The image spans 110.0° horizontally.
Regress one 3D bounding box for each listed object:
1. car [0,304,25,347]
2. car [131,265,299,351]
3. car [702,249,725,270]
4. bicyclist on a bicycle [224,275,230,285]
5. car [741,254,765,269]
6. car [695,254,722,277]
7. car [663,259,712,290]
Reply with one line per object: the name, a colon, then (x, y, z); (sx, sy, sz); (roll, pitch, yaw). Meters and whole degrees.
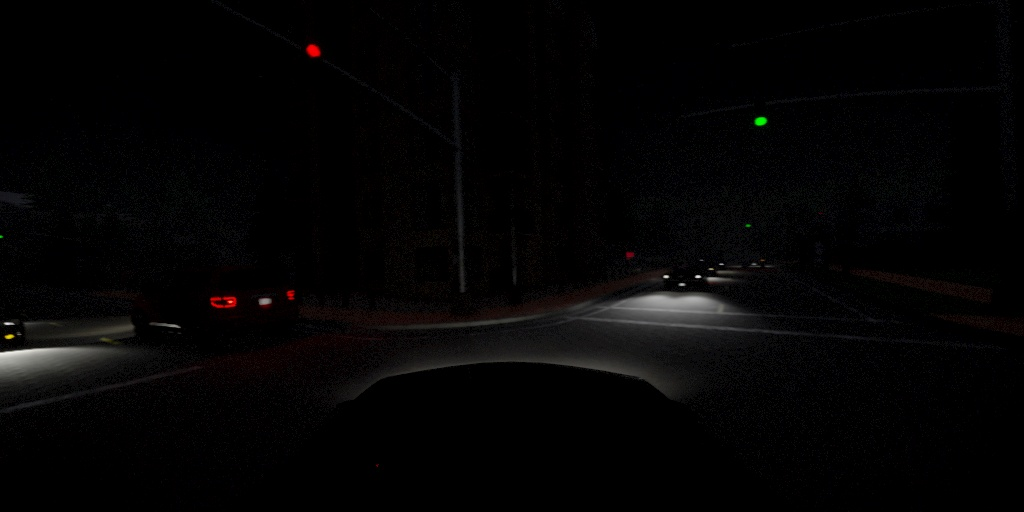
car: (-15.404, 1.898, 9.948); (4.181, 1.385, 1.994); (-2, 0, 32)
car: (-8.573, 1.318, 10.307); (5.566, 2.045, 2.150); (-2, 0, 28)
car: (21.047, 0.342, 37.687); (2.150, 2.045, 5.566); (-2, 0, 32)
bicyclist on a bicycle: (-14.022, 1.610, 17.870); (0.582, 1.620, 1.656); (-2, 0, 31)
car: (24.761, 0.513, 36.838); (1.812, 1.442, 4.674); (-2, 0, 32)
car: (15.276, 0.844, 28.647); (2.033, 1.411, 5.357); (-2, 0, 33)
car: (9.591, 1.071, 19.660); (1.895, 1.301, 4.718); (-2, 0, 32)
